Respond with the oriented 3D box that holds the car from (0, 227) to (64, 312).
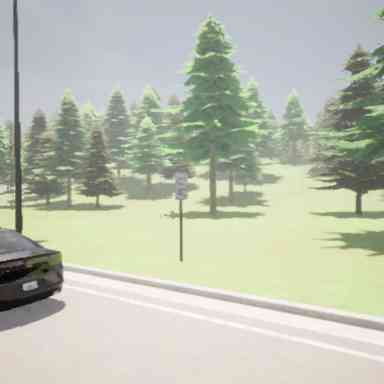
[{"bbox_3d":[-4.854,1.464,7.040,5.008,1.535,1.882,0,1,33],"label":"car"}]
